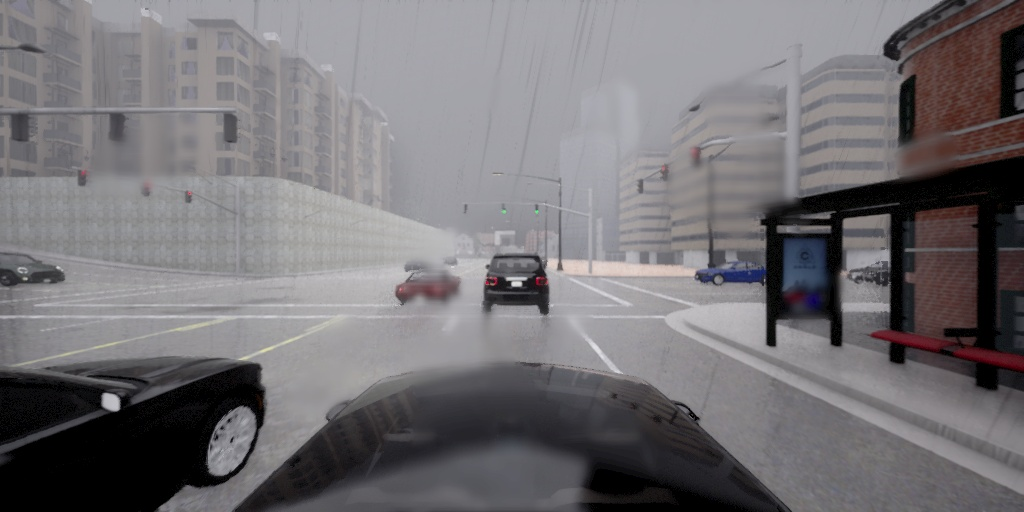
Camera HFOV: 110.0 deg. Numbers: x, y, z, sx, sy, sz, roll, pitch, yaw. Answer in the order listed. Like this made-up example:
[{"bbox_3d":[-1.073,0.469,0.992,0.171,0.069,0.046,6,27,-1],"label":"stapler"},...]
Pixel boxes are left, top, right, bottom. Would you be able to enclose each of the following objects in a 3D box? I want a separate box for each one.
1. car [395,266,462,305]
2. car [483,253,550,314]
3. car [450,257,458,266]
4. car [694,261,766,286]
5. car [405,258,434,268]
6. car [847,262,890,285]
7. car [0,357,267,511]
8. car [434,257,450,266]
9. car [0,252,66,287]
[{"bbox_3d":[-3.332,1.266,15.318,1.895,1.301,4.718,0,0,0],"label":"car"},{"bbox_3d":[0.157,0.900,13.482,2.150,2.045,5.566,0,1,0],"label":"car"},{"bbox_3d":[-10.219,0.893,59.698,1.837,1.490,4.892,0,0,1],"label":"car"},{"bbox_3d":[14.594,1.090,23.438,5.008,1.535,1.882,0,0,0],"label":"car"},{"bbox_3d":[-10.389,1.077,39.695,1.994,1.385,4.181,0,0,0],"label":"car"},{"bbox_3d":[24.843,1.103,23.414,4.902,1.511,2.128,0,0,0],"label":"car"},{"bbox_3d":[-3.409,1.229,1.576,1.882,1.535,5.008,0,0,0],"label":"car"},{"bbox_3d":[-10.323,0.976,49.674,1.812,1.442,4.674,0,0,0],"label":"car"},{"bbox_3d":[-27.845,0.608,19.829,4.553,1.767,2.097,4,0,0],"label":"car"}]
